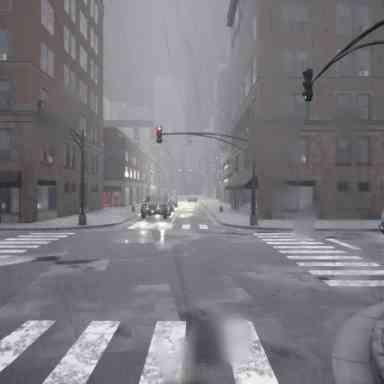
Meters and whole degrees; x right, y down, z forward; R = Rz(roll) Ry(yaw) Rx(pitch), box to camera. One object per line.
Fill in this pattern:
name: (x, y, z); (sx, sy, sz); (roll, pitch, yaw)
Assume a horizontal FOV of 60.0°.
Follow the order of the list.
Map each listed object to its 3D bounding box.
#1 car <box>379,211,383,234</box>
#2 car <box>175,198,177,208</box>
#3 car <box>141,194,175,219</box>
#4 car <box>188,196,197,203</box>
car: (11.040, 1.617, 14.647); (4.718, 1.301, 1.895); (0, 0, 2)
car: (-3.122, 1.546, 39.421); (1.812, 1.442, 4.674); (0, 0, 0)
car: (-3.102, 1.236, 29.748); (2.150, 2.045, 5.566); (0, 0, 2)
car: (0.067, 1.520, 69.997); (2.128, 1.511, 4.902); (0, 0, 0)
